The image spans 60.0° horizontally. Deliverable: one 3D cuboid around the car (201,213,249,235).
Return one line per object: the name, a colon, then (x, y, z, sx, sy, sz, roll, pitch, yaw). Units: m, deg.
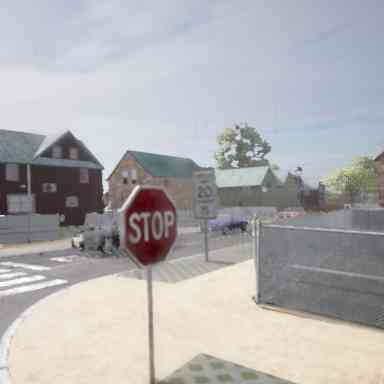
car: (2.451, 2.213, 23.679, 1.812, 1.442, 4.674, -3, -3, 35)

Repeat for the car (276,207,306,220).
car: (10.562, 2.372, 35.112, 2.097, 1.767, 4.553, -3, -3, 34)

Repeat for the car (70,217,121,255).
car: (-3.287, 1.947, 15.653, 2.128, 1.511, 4.902, -3, -3, 37)
